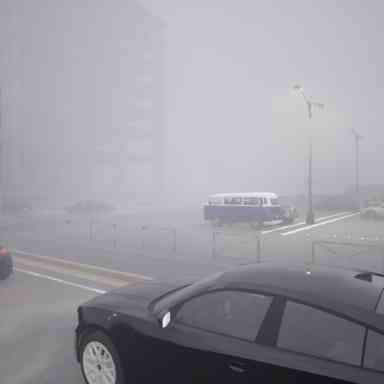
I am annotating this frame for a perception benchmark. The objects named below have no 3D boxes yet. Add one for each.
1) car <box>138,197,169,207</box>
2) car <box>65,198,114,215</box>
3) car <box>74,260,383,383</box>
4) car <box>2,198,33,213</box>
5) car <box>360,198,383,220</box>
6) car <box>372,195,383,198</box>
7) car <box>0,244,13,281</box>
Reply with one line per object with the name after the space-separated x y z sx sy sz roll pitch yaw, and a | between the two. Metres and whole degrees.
-5.913 1.491 51.631 2.033 1.411 5.357 0 0 36 | car
-10.086 1.545 33.330 1.895 1.301 4.718 0 0 35 | car
0.836 1.478 3.399 5.008 1.535 1.882 0 0 36 | car
-18.776 1.422 33.579 1.882 1.535 5.008 0 0 36 | car
14.701 1.395 24.750 3.806 1.475 1.970 0 0 36 | car
17.926 1.153 29.302 4.605 1.855 1.932 0 0 36 | car
-6.485 1.564 8.610 4.181 1.385 1.994 0 0 36 | car
